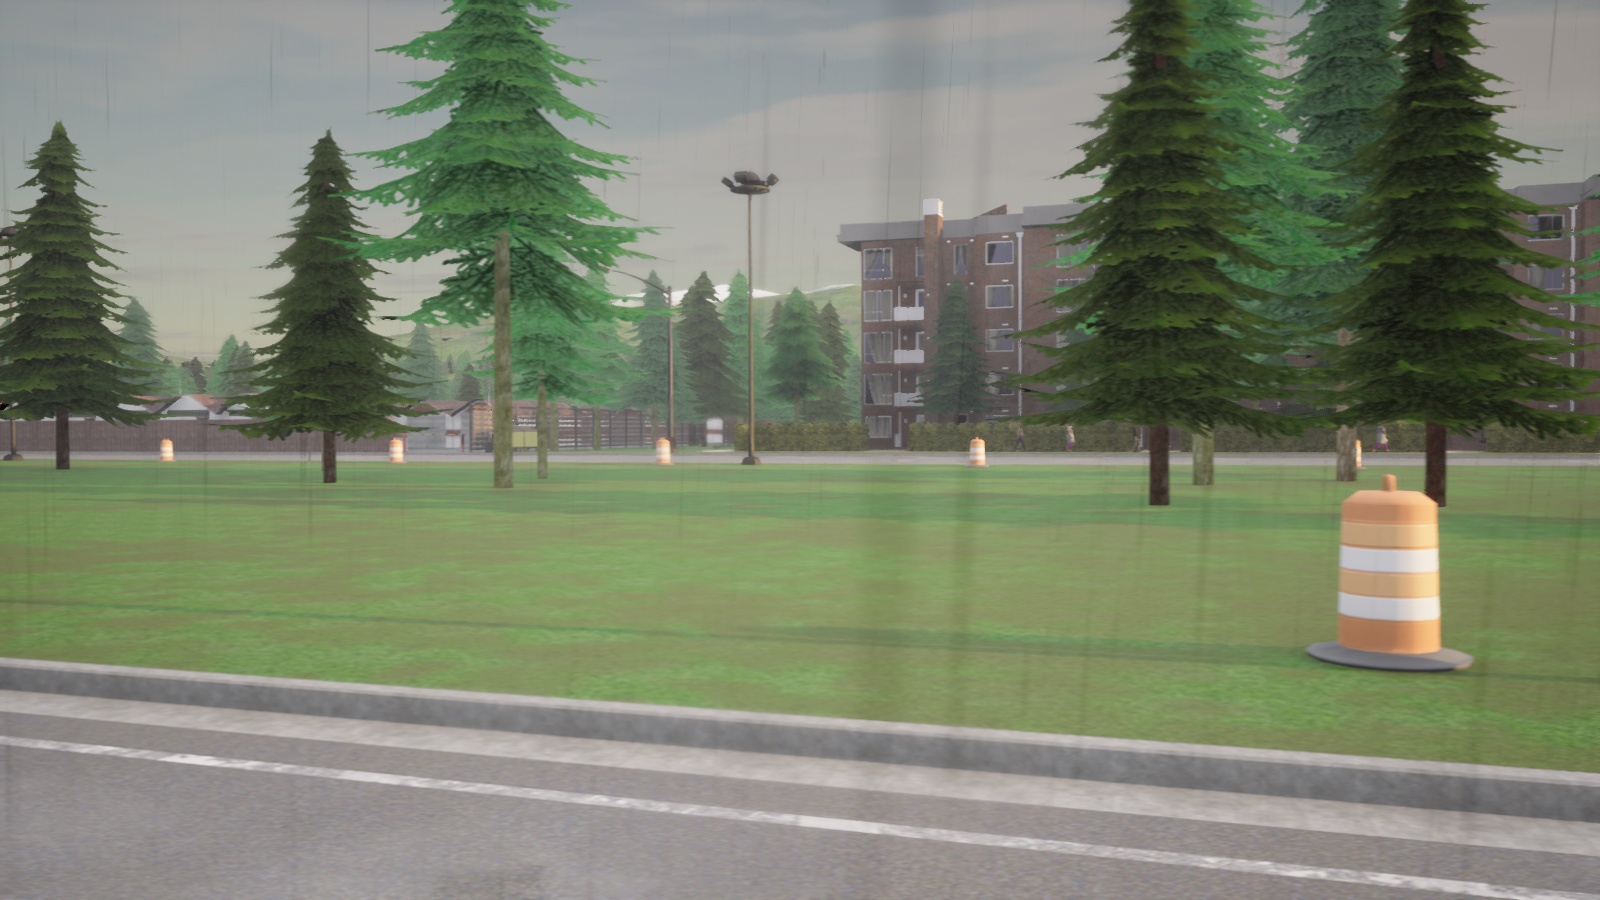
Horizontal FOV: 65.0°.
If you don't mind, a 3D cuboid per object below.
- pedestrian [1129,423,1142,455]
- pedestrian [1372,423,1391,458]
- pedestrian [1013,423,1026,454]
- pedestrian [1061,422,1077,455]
[{"bbox_3d":[19.589,-0.645,73.330,0.703,1.840,0.431,1,1,19],"label":"pedestrian"},{"bbox_3d":[32.040,-0.533,69.253,0.873,1.952,0.659,1,1,20],"label":"pedestrian"},{"bbox_3d":[13.168,-0.701,75.292,0.694,1.848,0.540,1,1,18],"label":"pedestrian"},{"bbox_3d":[16.029,-0.683,74.856,0.873,1.952,0.659,1,1,19],"label":"pedestrian"}]
